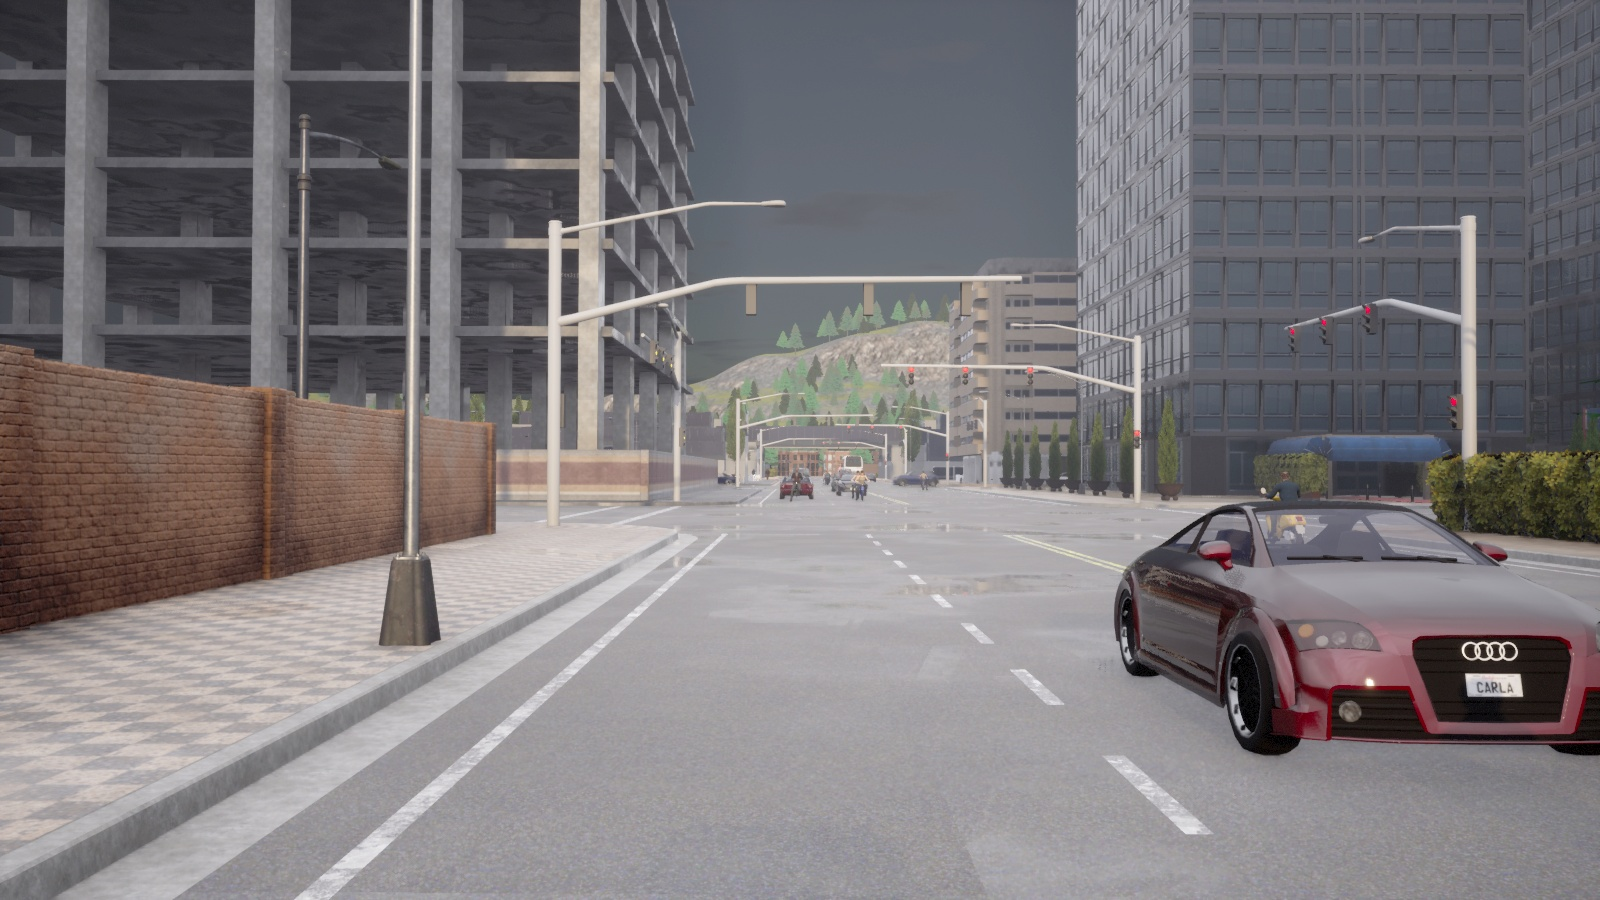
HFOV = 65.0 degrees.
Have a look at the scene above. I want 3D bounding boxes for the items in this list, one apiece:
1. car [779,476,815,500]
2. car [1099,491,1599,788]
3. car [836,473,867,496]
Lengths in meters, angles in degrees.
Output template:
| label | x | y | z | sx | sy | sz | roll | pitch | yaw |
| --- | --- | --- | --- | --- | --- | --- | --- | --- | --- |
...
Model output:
| label | x | y | z | sx | sy | sz | roll | pitch | yaw |
| --- | --- | --- | --- | --- | --- | --- | --- | --- | --- |
| car | -0.164 | 2.091 | 70.149 | 1.895 | 1.301 | 4.718 | 0 | -1 | 0 |
| car | 3.480 | 1.004 | 8.286 | 1.994 | 1.385 | 4.181 | 0 | -1 | 0 |
| car | 3.309 | 2.183 | 80.926 | 1.812 | 1.442 | 4.674 | 0 | -1 | 0 |
